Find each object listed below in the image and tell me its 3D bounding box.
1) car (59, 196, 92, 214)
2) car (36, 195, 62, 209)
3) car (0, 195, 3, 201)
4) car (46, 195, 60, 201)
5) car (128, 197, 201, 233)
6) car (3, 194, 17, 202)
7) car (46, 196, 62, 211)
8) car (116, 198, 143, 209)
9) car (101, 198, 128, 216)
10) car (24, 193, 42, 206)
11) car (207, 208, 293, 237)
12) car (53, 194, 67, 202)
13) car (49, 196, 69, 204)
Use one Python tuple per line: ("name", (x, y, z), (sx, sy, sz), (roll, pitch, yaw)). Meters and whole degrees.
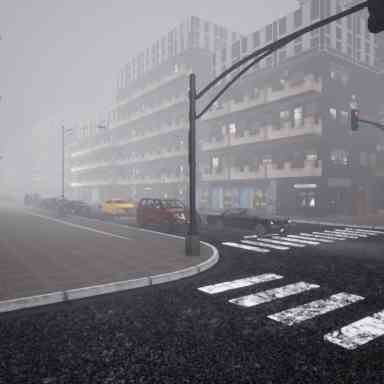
("car", (-11.524, 1.444, 33.442), (1.887, 1.381, 4.507), (0, 0, -36))
("car", (-18.171, 1.436, 42.619), (1.947, 1.339, 4.313), (0, 0, -36))
("car", (-41.430, 1.269, 74.730), (1.967, 1.590, 4.097), (0, 0, -36))
("car", (-31.318, 1.379, 75.058), (2.008, 1.369, 4.403), (0, 0, -36))
("car", (-1.556, 1.264, 19.679), (2.192, 1.841, 5.009), (0, 0, -36))
("car", (-38.107, 1.412, 70.144), (1.802, 1.307, 4.206), (0, 0, -36))
("car", (-14.848, 1.451, 38.030), (1.947, 1.339, 4.313), (0, 0, -36))
("car", (-8.061, 1.465, 42.947), (1.802, 1.307, 4.206), (0, 0, -36))
("car", (-7.011, 1.388, 31.627), (1.882, 1.535, 5.008), (0, 0, -36))
("car", (-24.815, 1.162, 51.793), (2.192, 1.841, 5.009), (0, 0, -36))
("car", (3.032, 1.563, 18.077), (1.895, 1.301, 4.718), (0, 0, -39))
("car", (-27.996, 1.269, 70.472), (1.967, 1.590, 4.097), (0, 0, -36))
("car", (-24.517, 1.383, 61.265), (2.033, 1.411, 5.357), (0, 0, -37))
